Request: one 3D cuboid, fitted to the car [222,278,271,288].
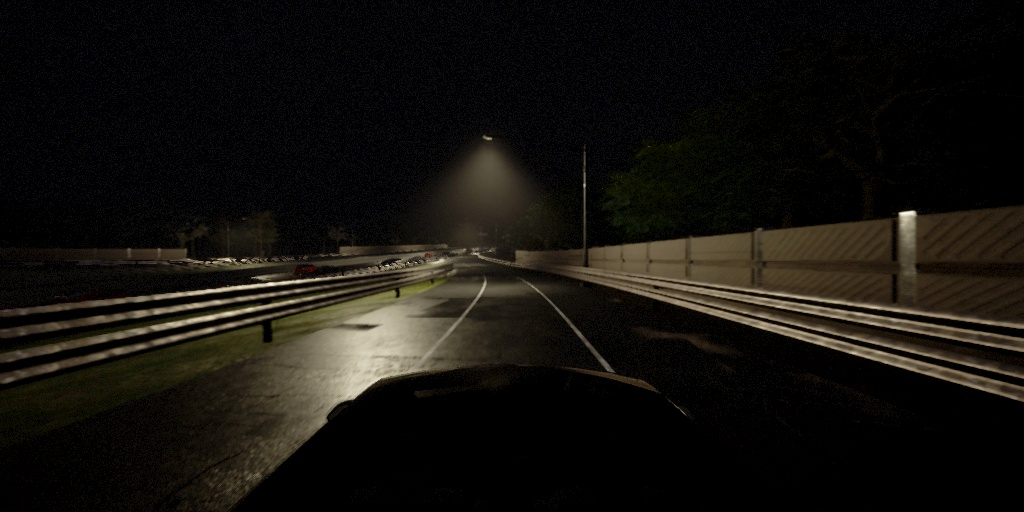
[{"bbox_3d":[-29.813,3.236,40.559,2.033,1.411,5.357,0,3,8],"label":"car"}]

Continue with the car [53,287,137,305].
[{"bbox_3d":[-34.724,3.631,30.132,1.882,1.535,5.008,0,3,8],"label":"car"}]
